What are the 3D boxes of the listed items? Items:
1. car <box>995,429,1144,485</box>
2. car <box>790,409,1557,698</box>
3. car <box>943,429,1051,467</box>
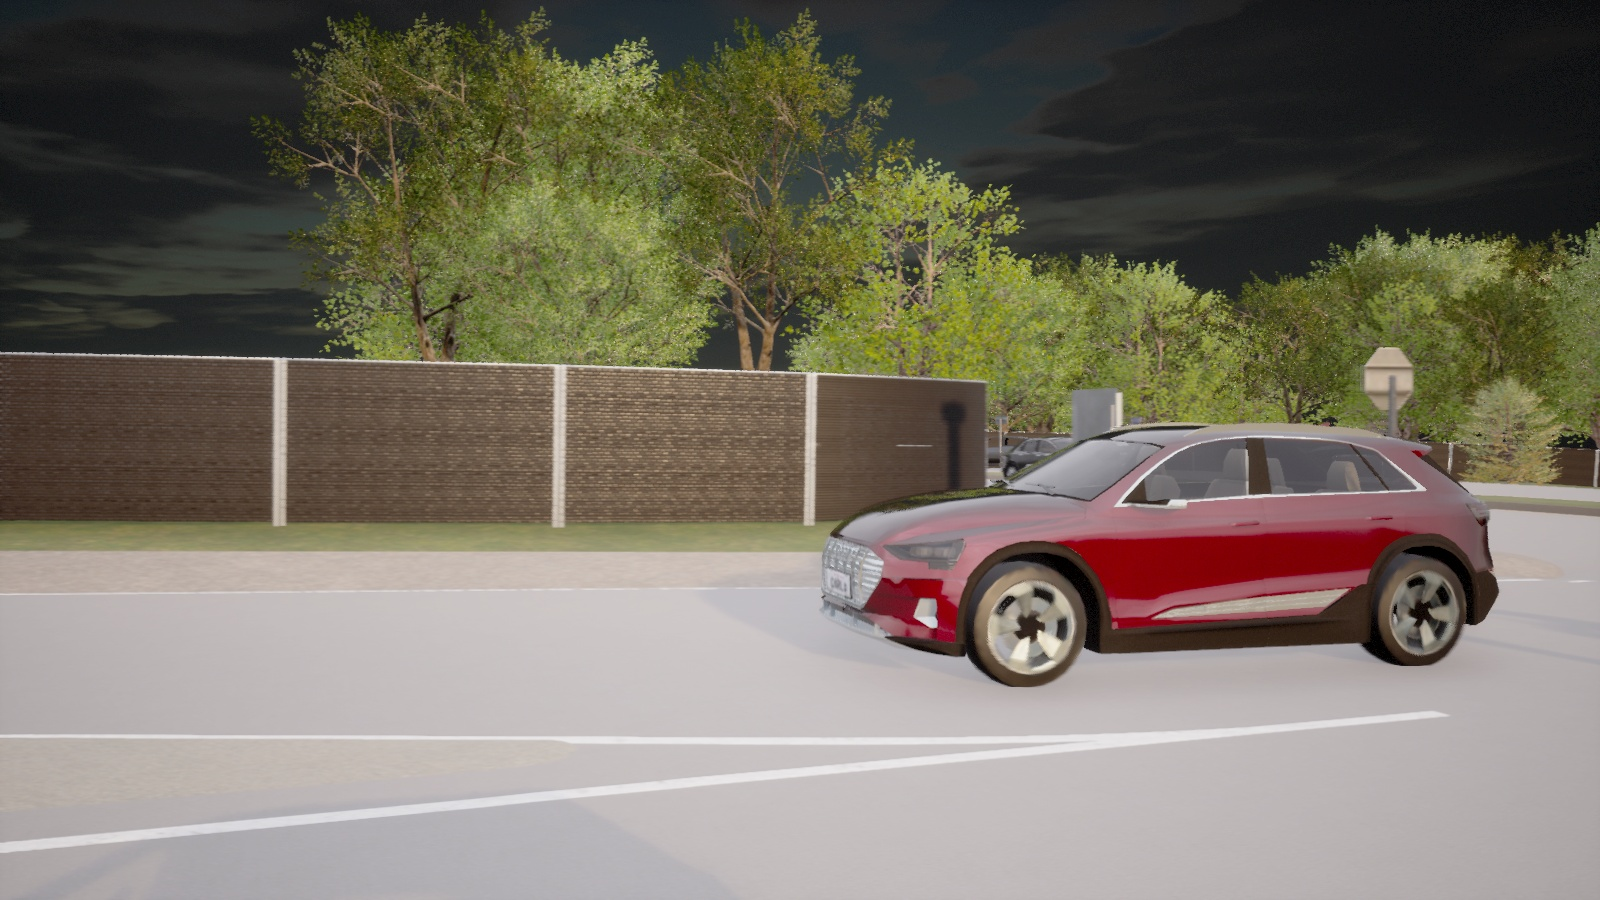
[{"bbox_3d":[7.796,0.190,36.920,1.837,1.490,4.892,-2,0,-22],"label":"car"},{"bbox_3d":[2.553,0.550,8.842,4.856,1.649,2.033,-1,1,-17],"label":"car"},{"bbox_3d":[8.782,-0.104,55.870,4.514,1.525,2.007,-1,1,15],"label":"car"}]
